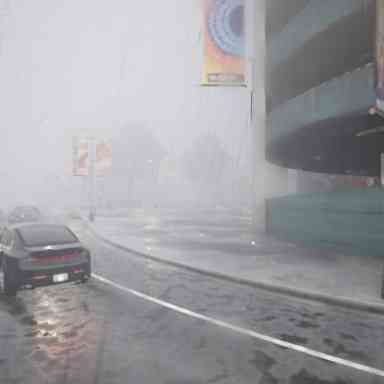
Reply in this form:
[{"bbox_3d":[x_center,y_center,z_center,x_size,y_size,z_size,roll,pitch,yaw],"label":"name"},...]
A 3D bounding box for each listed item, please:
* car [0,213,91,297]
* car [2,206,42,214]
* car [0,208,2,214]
[{"bbox_3d":[-4.329,1.565,8.960,1.837,1.490,4.892,0,0,-39],"label":"car"},{"bbox_3d":[-12.197,1.699,24.442,2.033,1.411,5.357,1,-1,-22],"label":"car"},{"bbox_3d":[-17.527,1.702,28.335,2.033,1.411,5.357,1,-1,-22],"label":"car"}]
